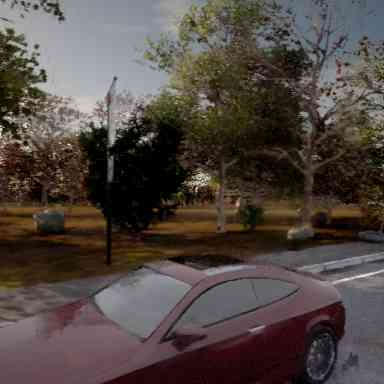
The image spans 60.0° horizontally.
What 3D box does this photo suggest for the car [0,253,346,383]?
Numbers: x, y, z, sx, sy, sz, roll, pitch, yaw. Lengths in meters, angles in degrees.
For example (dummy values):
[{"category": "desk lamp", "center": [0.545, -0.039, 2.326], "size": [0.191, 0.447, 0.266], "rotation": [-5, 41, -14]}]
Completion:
[{"category": "car", "center": [-0.067, 1.527, 3.858], "size": [4.674, 1.442, 1.812], "rotation": [0, 0, -35]}]
